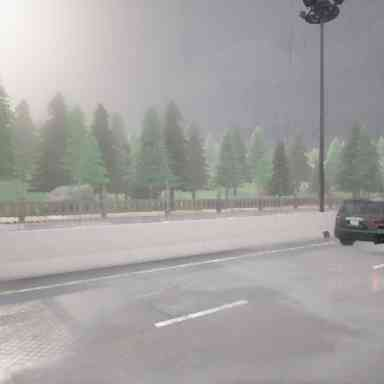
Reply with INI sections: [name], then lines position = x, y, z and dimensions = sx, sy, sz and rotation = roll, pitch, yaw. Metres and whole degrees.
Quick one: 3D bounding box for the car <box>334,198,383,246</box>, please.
[car]
position = 8.293, 1.258, 14.084
dimensions = 5.566, 2.045, 2.150
rotation = 0, 0, -35
